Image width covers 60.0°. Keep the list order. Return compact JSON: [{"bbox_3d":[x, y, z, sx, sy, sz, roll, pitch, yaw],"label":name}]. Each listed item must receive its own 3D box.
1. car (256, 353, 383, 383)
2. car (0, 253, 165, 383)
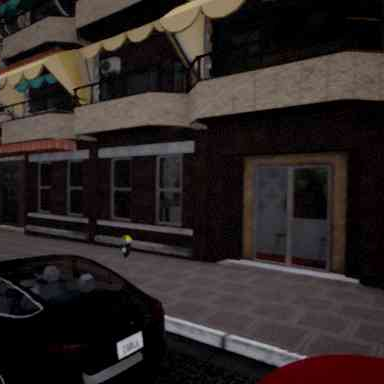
[{"bbox_3d":[2.255,1.554,1.251,4.507,1.381,1.887,1,1,36],"label":"car"},{"bbox_3d":[-2.303,1.534,4.507,4.313,1.339,1.947,1,1,36],"label":"car"}]
